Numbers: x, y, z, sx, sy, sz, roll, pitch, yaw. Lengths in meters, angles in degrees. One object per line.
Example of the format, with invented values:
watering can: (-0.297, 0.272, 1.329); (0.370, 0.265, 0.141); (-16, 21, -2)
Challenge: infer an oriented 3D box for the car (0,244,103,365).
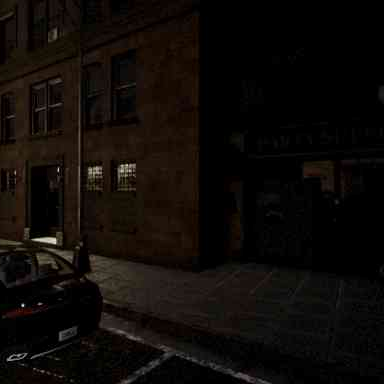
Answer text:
car: (-3.334, 1.551, 5.470); (4.403, 1.369, 2.008); (0, 0, 36)
